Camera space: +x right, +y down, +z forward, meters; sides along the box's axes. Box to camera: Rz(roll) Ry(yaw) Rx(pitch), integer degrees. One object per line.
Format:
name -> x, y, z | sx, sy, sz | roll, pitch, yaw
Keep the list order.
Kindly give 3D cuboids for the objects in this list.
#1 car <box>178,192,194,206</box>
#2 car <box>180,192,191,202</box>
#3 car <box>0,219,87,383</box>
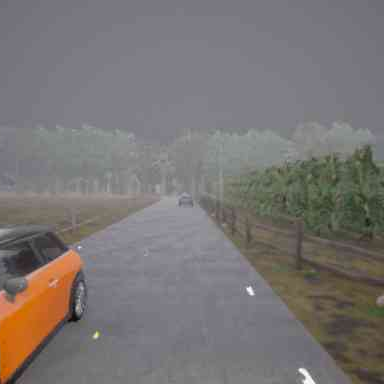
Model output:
car -> -0.795, 1.008, 43.163 | 2.128, 1.511, 4.902 | -1, 1, -1
car -> -1.190, 0.850, 59.715 | 1.837, 1.490, 4.892 | -1, 1, -1
car -> -2.901, 1.338, 4.057 | 2.097, 1.767, 4.553 | -1, 1, -1
